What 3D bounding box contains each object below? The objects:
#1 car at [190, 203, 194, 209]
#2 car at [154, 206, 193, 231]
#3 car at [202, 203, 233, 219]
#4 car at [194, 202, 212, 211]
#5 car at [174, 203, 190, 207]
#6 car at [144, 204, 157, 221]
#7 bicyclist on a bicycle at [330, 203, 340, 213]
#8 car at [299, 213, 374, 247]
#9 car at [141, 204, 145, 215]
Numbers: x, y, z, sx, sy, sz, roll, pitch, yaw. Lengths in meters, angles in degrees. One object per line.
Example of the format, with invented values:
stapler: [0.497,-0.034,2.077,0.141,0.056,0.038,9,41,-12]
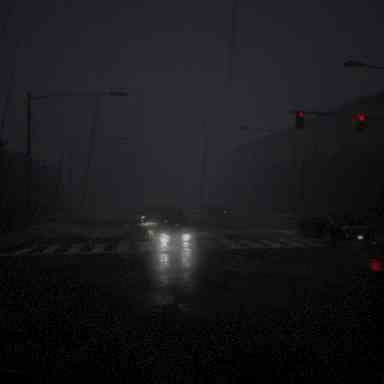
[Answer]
car: [-0.825,2.891,66.910,1.895,1.301,4.718,0,-1,-29]
car: [-1.471,2.005,24.516,1.812,1.442,4.674,0,-1,-12]
car: [3.082,2.271,37.951,2.033,1.411,5.357,0,-1,-12]
car: [2.437,2.452,57.487,2.097,1.767,4.553,0,-1,-15]
car: [-2.347,2.787,61.275,1.895,1.301,4.718,0,-1,-18]
car: [-3.553,2.154,34.505,1.882,1.535,5.008,0,-1,-12]
bicyclist on a bicycle: [13.784,1.882,32.093,1.656,1.620,0.582,0,-1,-12]
car: [7.051,1.799,16.819,2.128,1.511,4.902,0,-1,-5]
car: [-6.216,2.408,47.333,1.882,1.535,5.008,0,-1,-11]
